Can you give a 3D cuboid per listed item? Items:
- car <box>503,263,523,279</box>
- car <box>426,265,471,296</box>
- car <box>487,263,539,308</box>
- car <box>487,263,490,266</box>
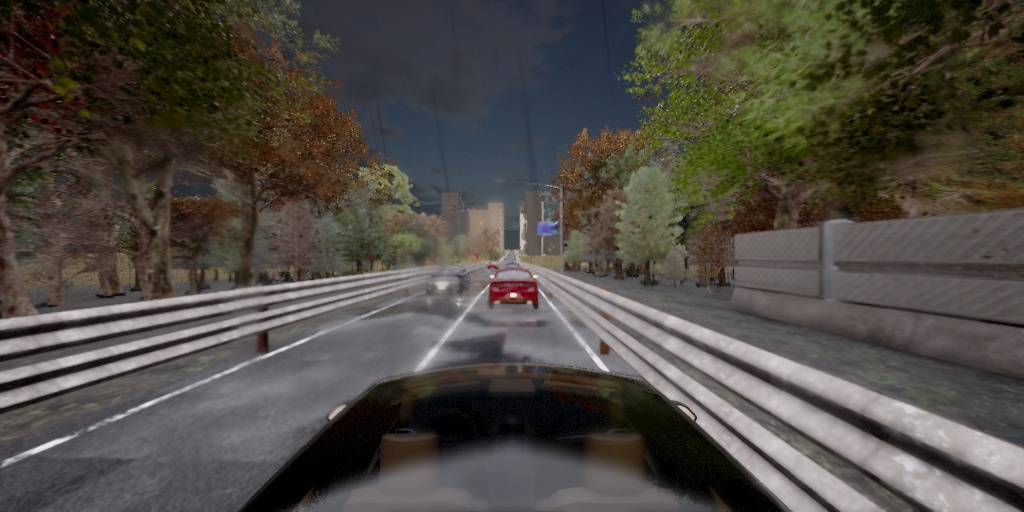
[{"bbox_3d":[0.092,1.413,35.748,1.812,1.442,4.674,0,-1,0],"label":"car"},{"bbox_3d":[-3.347,1.255,19.556,2.128,1.511,4.902,0,0,0],"label":"car"},{"bbox_3d":[0.069,1.226,15.117,1.882,1.535,5.008,0,0,0],"label":"car"},{"bbox_3d":[-3.290,1.797,61.671,1.895,1.301,4.718,0,-1,1],"label":"car"}]
